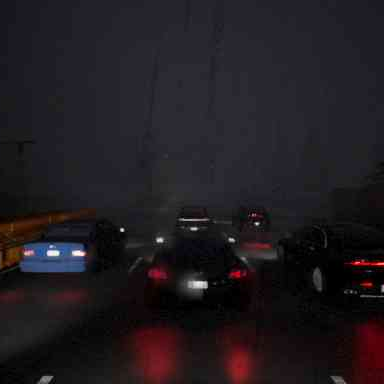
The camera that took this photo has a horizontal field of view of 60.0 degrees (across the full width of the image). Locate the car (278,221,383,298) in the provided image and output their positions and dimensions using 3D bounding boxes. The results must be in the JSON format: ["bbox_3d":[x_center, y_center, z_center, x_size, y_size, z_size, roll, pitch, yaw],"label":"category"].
[{"bbox_3d":[3.595,1.505,8.490,1.837,1.490,4.892,0,0,0],"label":"car"}]

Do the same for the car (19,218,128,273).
[{"bbox_3d":[-3.403,1.548,10.646,2.033,1.411,5.357,0,0,0],"label":"car"}]

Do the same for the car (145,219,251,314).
[{"bbox_3d":[0.097,1.564,7.723,1.994,1.385,4.181,0,0,0],"label":"car"}]

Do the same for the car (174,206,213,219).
[{"bbox_3d":[0.093,1.492,17.672,2.128,1.511,4.902,0,0,0],"label":"car"}]

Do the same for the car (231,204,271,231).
[{"bbox_3d":[3.591,1.504,20.757,1.837,1.490,4.892,0,0,0],"label":"car"}]
